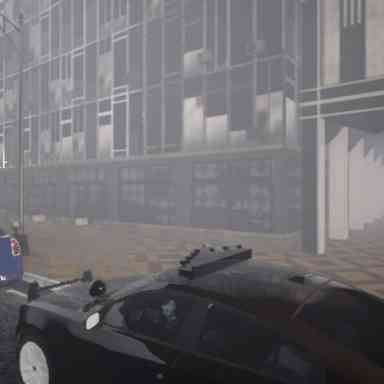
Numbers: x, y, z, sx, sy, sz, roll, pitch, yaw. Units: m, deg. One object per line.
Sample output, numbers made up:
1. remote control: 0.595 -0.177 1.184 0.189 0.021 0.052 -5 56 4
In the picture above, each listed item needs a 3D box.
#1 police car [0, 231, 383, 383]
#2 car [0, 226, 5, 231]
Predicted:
1. police car: 0.114 1.396 3.338 5.238 1.638 1.930 1 1 35
2. car: -5.929 1.203 7.359 4.553 1.767 2.097 1 1 29
